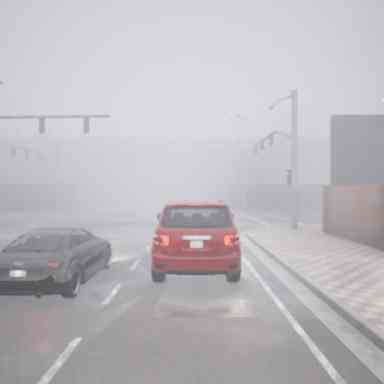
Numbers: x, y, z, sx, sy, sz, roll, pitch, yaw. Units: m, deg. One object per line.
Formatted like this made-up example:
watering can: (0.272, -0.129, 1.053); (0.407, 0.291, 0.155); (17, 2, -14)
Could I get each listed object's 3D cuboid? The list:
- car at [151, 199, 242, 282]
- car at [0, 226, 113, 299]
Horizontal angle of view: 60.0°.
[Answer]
car: (0.100, 1.221, 9.849); (2.150, 2.045, 5.566); (0, 0, 0)
car: (-3.400, 1.563, 8.503); (1.994, 1.385, 4.181); (0, 0, 0)
